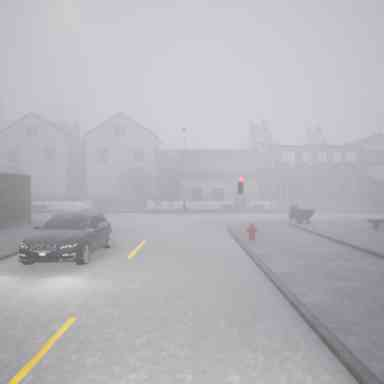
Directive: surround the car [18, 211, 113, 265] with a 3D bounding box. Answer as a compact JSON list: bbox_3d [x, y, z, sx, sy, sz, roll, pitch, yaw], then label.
[{"bbox_3d":[-4.065,1.453,11.492,1.837,1.490,4.892,0,0,0],"label":"car"}]
